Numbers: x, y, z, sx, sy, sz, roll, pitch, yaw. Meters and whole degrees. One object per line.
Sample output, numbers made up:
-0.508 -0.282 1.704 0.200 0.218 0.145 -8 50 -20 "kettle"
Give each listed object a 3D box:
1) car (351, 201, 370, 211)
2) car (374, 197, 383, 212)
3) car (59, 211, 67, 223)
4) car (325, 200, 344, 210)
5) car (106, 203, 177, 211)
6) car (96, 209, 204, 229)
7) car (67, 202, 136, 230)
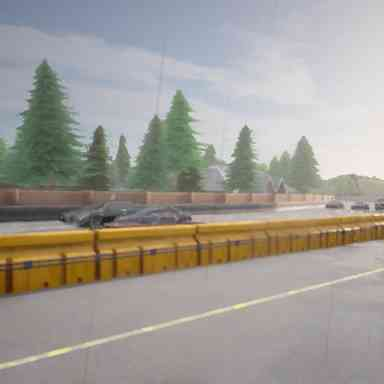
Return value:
26.309 2.162 51.875 2.033 1.411 5.357 0 0 39 "car"
28.715 1.840 49.291 2.150 2.045 5.566 0 0 39 "car"
-7.527 1.633 24.500 4.181 1.385 1.994 1 0 -36 "car"
22.910 2.063 53.286 1.882 1.535 5.008 0 0 39 "car"
-2.226 1.603 19.697 4.892 1.490 1.837 1 0 -36 "car"
-1.770 1.678 15.666 4.718 1.301 1.895 1 0 -36 "car"
-5.353 1.427 21.747 4.553 1.767 2.097 1 0 -36 "car"
